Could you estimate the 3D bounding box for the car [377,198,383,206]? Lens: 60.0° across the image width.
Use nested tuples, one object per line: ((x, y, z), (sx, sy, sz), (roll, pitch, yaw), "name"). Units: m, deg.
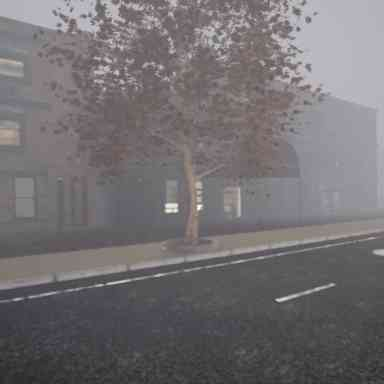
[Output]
((32.226, 1.677, 58.374), (2.008, 1.369, 4.403), (-2, 0, -36), "car")
